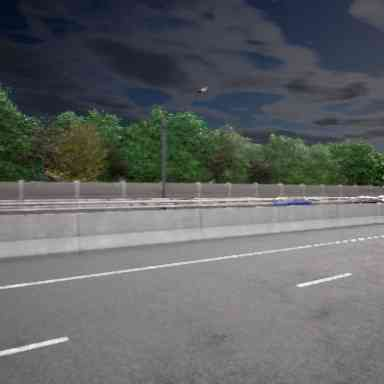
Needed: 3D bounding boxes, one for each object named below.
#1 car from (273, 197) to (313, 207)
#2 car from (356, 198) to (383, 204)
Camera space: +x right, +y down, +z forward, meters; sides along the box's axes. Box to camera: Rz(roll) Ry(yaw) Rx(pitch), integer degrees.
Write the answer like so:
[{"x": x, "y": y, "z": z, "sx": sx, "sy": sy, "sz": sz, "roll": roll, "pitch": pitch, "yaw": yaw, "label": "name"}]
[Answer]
[{"x": 11.015, "y": 1.318, "z": 36.264, "sx": 5.008, "sy": 1.535, "sz": 1.882, "roll": 0, "pitch": 0, "yaw": -32, "label": "car"}, {"x": 24.014, "y": 1.438, "z": 44.584, "sx": 4.718, "sy": 1.301, "sz": 1.895, "roll": 0, "pitch": 0, "yaw": -32, "label": "car"}]
